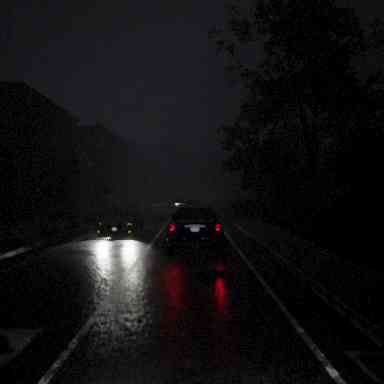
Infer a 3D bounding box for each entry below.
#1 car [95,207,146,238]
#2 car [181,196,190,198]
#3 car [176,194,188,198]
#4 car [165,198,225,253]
[{"bbox_3d":[-3.586,1.501,17.277,1.994,1.385,4.181,0,0,0],"label":"car"},{"bbox_3d":[0.129,1.415,32.807,2.033,1.411,5.357,0,0,0],"label":"car"},{"bbox_3d":[-1.683,1.087,60.118,2.097,1.767,4.553,0,0,8],"label":"car"},{"bbox_3d":[0.105,1.306,13.568,2.097,1.767,4.553,0,0,0],"label":"car"}]
